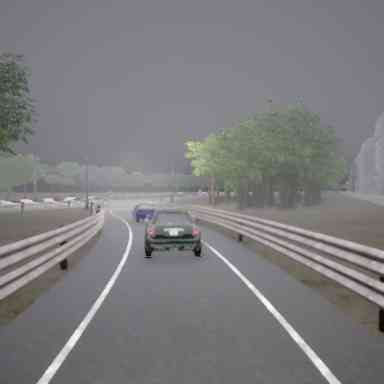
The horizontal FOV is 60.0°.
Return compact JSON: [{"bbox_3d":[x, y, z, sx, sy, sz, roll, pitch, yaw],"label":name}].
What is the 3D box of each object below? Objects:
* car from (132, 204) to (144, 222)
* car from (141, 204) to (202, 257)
[{"bbox_3d":[-4.272,1.812,29.850,1.882,1.535,5.008,0,0,-16],"label":"car"},{"bbox_3d":[-0.911,1.504,13.885,2.097,1.767,4.553,0,-1,-7],"label":"car"}]
